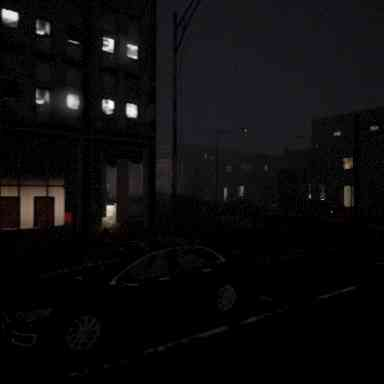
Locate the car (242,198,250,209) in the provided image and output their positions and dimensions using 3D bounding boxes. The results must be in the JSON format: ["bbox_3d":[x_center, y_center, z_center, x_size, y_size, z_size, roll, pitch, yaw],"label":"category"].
[{"bbox_3d":[6.157,1.462,41.826,1.802,1.307,4.206,1,0,-35],"label":"car"}]

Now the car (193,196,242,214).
[{"bbox_3d":[2.408,1.414,32.508,2.008,1.369,4.403,1,0,-35],"label":"car"}]

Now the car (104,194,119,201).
[{"bbox_3d":[-19.018,1.278,78.271,1.947,1.339,4.313,1,0,-35],"label":"car"}]

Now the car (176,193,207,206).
[{"bbox_3d":[-0.134,1.150,50.937,2.192,1.841,5.009,1,0,-35],"label":"car"}]

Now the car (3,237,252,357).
[{"bbox_3d":[-0.854,1.549,5.947,4.403,1.369,2.008,0,0,-36],"label":"car"}]

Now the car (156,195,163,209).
[{"bbox_3d":[-3.886,1.368,41.620,2.008,1.369,4.403,1,0,-35],"label":"car"}]

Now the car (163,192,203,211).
[{"bbox_3d":[-0.737,1.154,37.065,2.192,1.841,5.009,1,0,-35],"label":"car"}]

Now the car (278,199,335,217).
[{"bbox_3d":[10.689,1.422,30.670,1.837,1.490,4.892,1,0,-34],"label":"car"}]

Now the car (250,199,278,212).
[{"bbox_3d":[9.208,1.428,37.409,1.752,1.417,4.829,1,0,-35],"label":"car"}]

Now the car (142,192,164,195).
[{"bbox_3d":[-5.590,1.022,54.188,2.150,2.045,5.566,0,0,-34],"label":"car"}]

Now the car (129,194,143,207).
[{"bbox_3d":[-7.033,1.339,46.176,1.887,1.381,4.507,1,0,-35],"label":"car"}]

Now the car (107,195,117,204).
[{"bbox_3d":[-13.231,1.278,55.148,1.752,1.417,4.829,1,0,-35],"label":"car"}]
